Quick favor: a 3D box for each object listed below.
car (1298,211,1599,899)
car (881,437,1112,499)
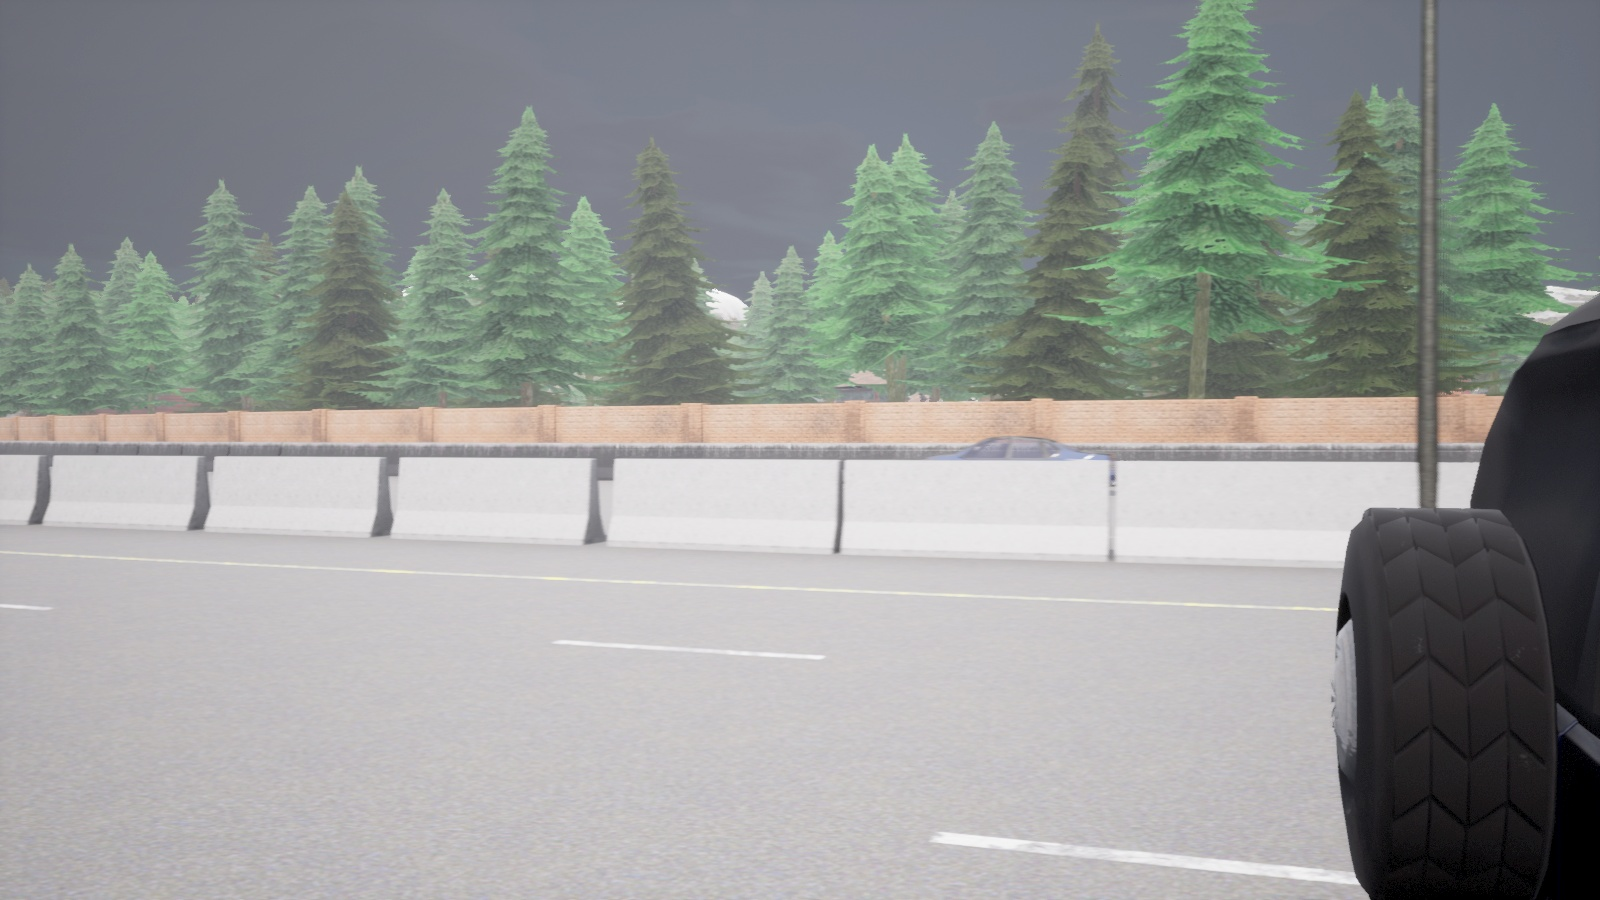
[{"bbox_3d":[3.012,0.599,2.190,3.866,1.878,1.905,1,1,18],"label":"car"},{"bbox_3d":[4.871,0.397,31.096,5.357,1.411,2.033,1,1,20],"label":"car"}]
